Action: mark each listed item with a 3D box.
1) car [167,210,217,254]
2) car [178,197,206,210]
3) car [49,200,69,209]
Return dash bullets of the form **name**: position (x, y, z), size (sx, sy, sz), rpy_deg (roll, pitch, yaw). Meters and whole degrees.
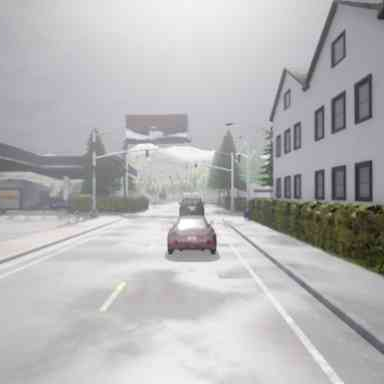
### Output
- **car**: position (0.002, 1.698, 14.266), size (1.994, 1.385, 4.181), rpy_deg (0, 0, 0)
- **car**: position (-0.004, 1.488, 29.020), size (2.150, 2.045, 5.566), rpy_deg (0, 0, 0)
- **car**: position (-22.182, 2.207, 57.387), size (4.611, 1.667, 2.242), rpy_deg (0, -1, 0)
